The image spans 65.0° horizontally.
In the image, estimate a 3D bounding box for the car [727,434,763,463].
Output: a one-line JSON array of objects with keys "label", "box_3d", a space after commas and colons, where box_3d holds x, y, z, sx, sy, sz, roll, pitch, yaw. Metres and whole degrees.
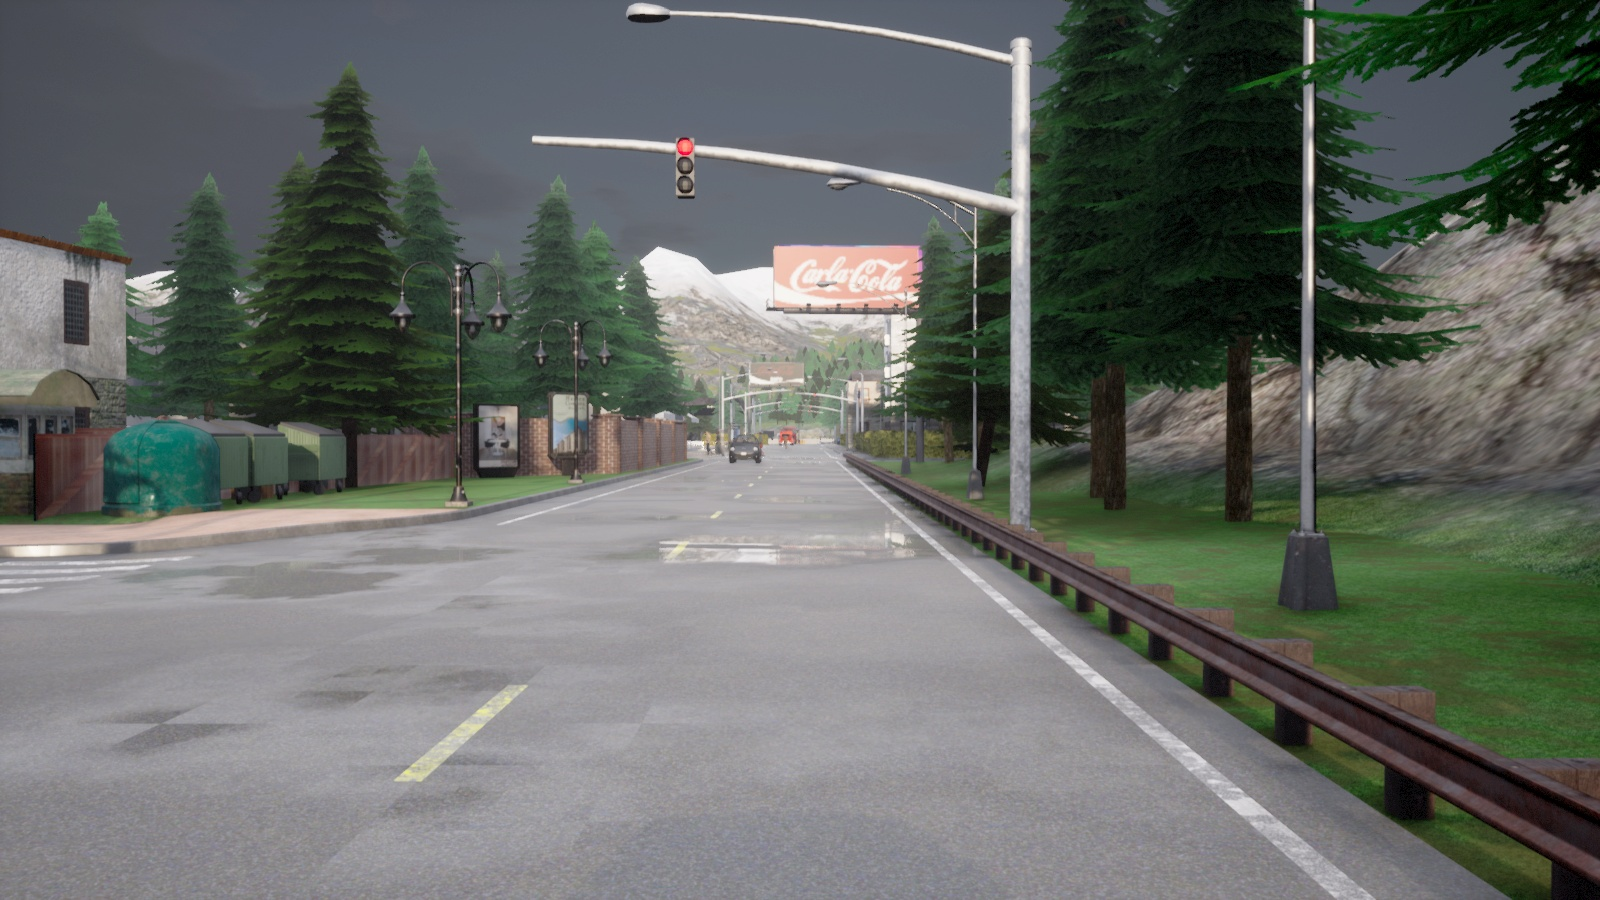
[{"label": "car", "box_3d": [-3.077, -0.090, 70.872, 1.851, 1.617, 3.988, 0, 1, 0]}]

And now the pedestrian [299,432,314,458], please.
[{"label": "pedestrian", "box_3d": [-35.387, -0.374, 90.021, 0.849, 1.883, 0.563, 0, 1, 1]}]
